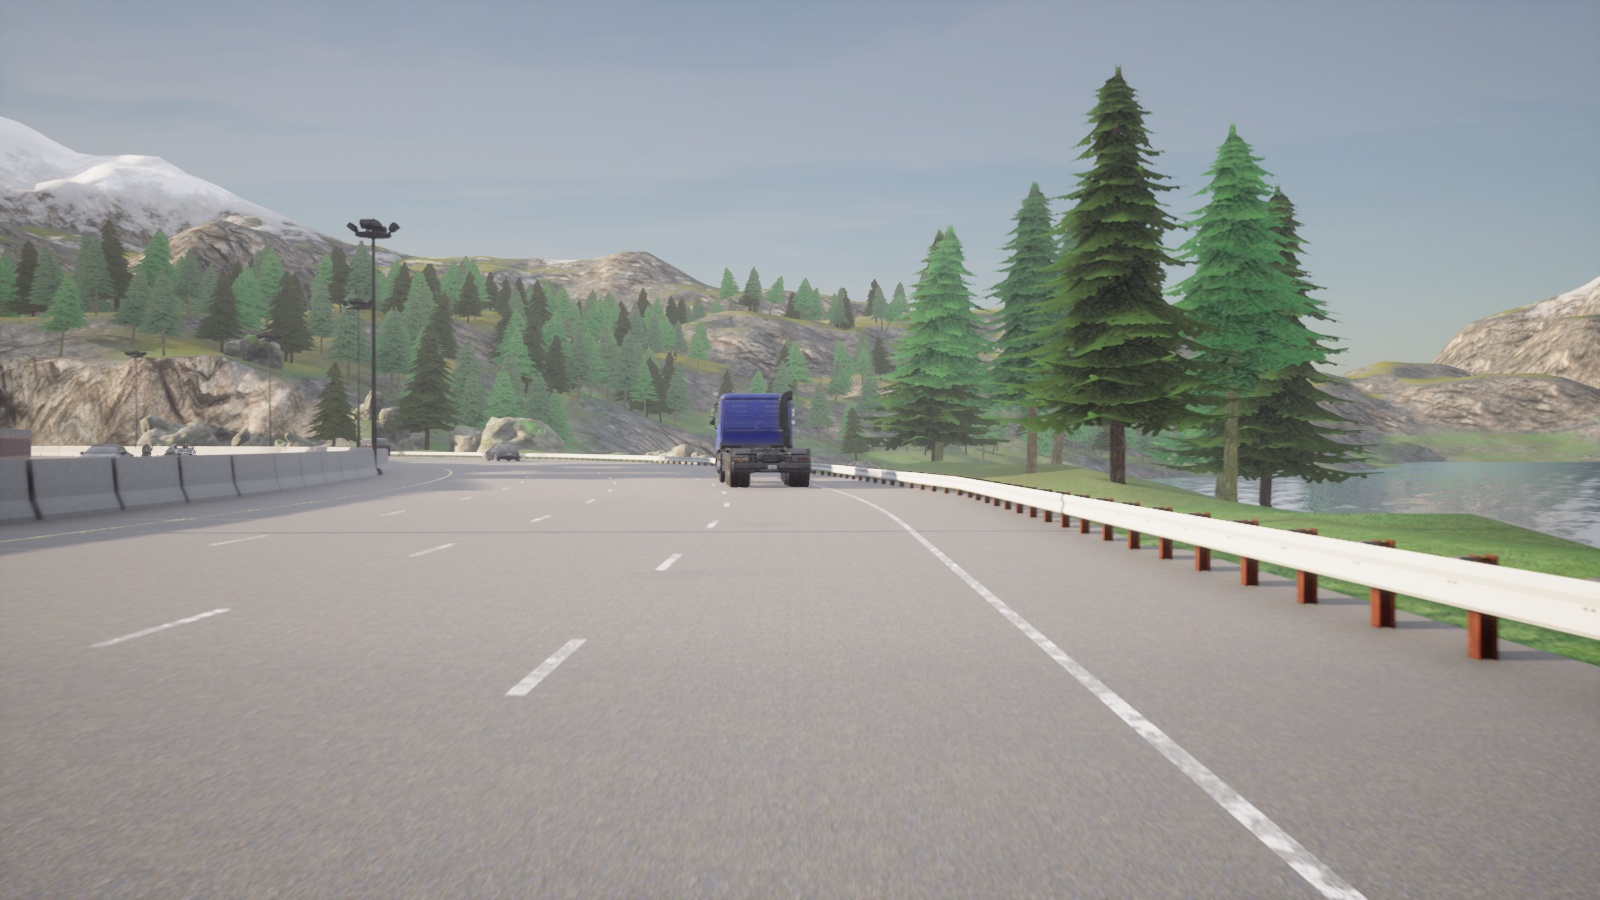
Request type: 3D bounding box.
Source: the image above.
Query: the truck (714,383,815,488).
[{"bbox_3d":[-1.435,-0.492,45.397,2.891,3.462,7.936,0,0,-7],"label":"truck"}]

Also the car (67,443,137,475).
[{"bbox_3d":[-32.815,0.412,59.159,1.812,1.442,4.674,0,0,-16],"label":"car"}]
